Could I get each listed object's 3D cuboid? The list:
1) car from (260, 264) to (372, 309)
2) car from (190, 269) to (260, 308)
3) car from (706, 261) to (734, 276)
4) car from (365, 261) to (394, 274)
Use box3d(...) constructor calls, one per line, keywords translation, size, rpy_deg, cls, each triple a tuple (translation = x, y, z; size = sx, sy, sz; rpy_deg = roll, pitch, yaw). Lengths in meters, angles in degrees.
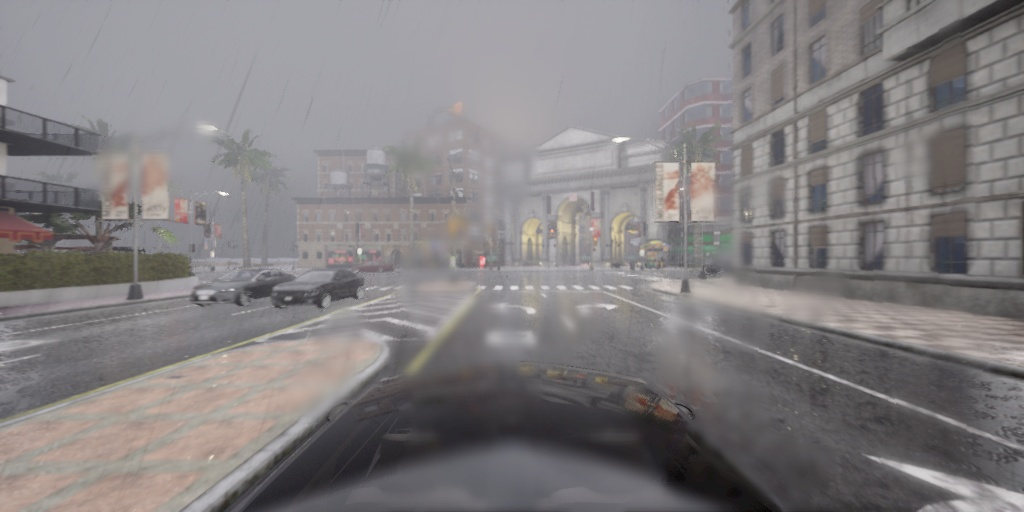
box3d(translation=(-8.084, 1.287, 15.464), size=(1.882, 1.535, 5.008), rpy_deg=(0, 0, 0), cls="car")
box3d(translation=(-11.582, 1.316, 15.940), size=(2.128, 1.511, 4.902), rpy_deg=(0, 0, 0), cls="car")
box3d(translation=(22.691, 1.252, 36.960), size=(4.892, 1.490, 1.837), rpy_deg=(0, 0, 0), cls="car")
box3d(translation=(-17.046, 1.383, 44.000), size=(5.008, 1.535, 1.882), rpy_deg=(0, -1, 6), cls="car")
